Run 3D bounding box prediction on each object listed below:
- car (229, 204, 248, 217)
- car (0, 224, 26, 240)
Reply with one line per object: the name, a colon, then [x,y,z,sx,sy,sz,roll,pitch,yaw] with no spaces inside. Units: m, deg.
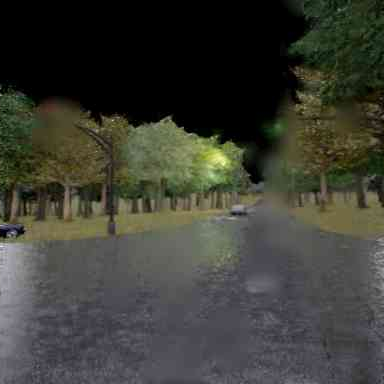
car: [5.625,2.189,40.131,1.882,1.535,5.008,0,0,12]
car: [-12.826,2.373,20.318,4.718,1.301,1.895,-1,-2,-41]
